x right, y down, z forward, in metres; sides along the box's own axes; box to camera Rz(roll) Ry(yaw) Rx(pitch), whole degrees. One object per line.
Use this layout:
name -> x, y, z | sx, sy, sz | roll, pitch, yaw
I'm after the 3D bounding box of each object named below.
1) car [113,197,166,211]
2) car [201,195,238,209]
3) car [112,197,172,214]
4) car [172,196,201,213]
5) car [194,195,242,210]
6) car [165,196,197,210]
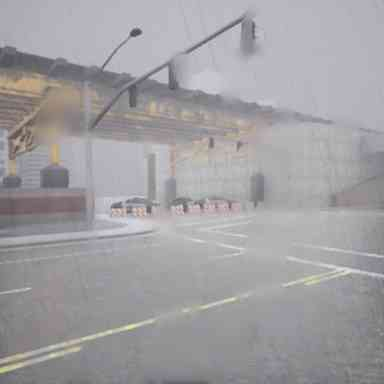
car -> -4.824, 1.118, 30.784 | 4.536, 1.218, 1.853 | -1, 0, 8
car -> 2.826, 0.991, 37.220 | 4.536, 1.218, 1.853 | -1, 0, -7
car -> -4.771, 1.275, 30.778 | 4.974, 1.542, 2.038 | -1, 0, 8
car -> -1.029, 1.216, 33.466 | 2.038, 1.542, 4.974 | 0, 0, 18
car -> 2.879, 1.147, 37.228 | 4.974, 1.542, 2.038 | -1, 0, -7
car -> -1.014, 1.058, 33.514 | 1.853, 1.218, 4.536 | 0, 0, 18
